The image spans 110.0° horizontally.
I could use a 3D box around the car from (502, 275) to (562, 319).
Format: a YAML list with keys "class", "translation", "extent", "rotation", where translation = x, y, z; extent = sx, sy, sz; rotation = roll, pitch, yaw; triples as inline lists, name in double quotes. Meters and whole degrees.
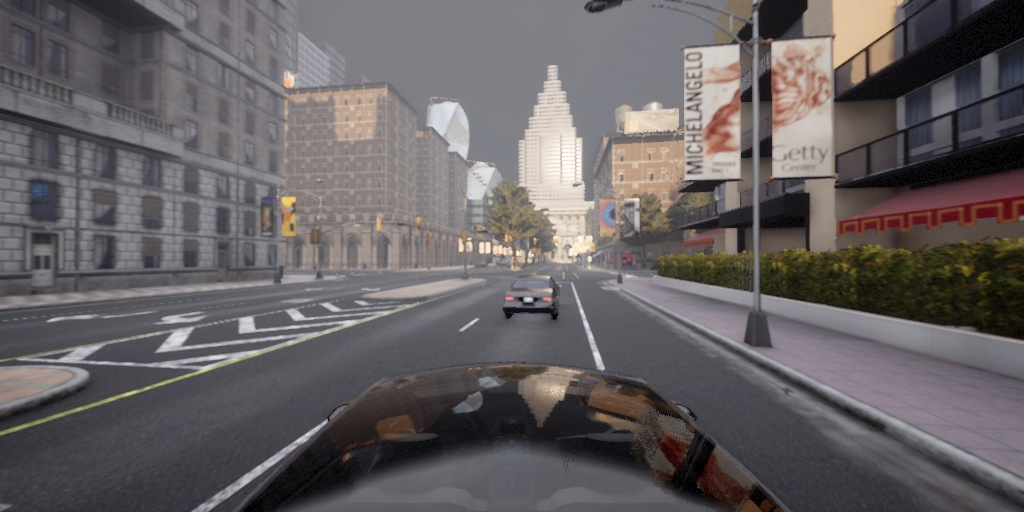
- class: "car"
  translation: [0.861, 1.408, 13.485]
  extent: [2.033, 1.411, 5.357]
  rotation: [0, -1, 8]
